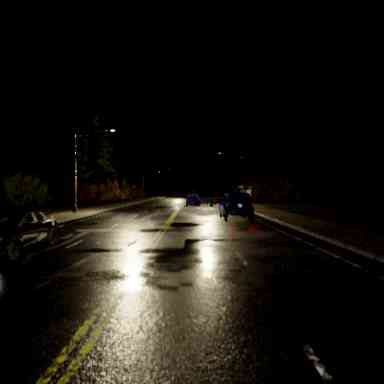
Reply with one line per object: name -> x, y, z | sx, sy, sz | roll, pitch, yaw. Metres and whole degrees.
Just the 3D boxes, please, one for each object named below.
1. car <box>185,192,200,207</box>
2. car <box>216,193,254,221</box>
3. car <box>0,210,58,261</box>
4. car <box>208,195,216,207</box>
car -> 0.109, 1.201, 44.985 | 1.882, 1.535, 5.008 | 0, 1, 0
car -> 3.341, 1.061, 25.680 | 2.150, 2.045, 5.566 | 0, 0, 0
car -> -6.506, 1.420, 11.989 | 2.128, 1.511, 4.902 | 0, 0, 0
car -> 3.309, 1.229, 44.794 | 1.837, 1.490, 4.892 | 0, 0, 1
